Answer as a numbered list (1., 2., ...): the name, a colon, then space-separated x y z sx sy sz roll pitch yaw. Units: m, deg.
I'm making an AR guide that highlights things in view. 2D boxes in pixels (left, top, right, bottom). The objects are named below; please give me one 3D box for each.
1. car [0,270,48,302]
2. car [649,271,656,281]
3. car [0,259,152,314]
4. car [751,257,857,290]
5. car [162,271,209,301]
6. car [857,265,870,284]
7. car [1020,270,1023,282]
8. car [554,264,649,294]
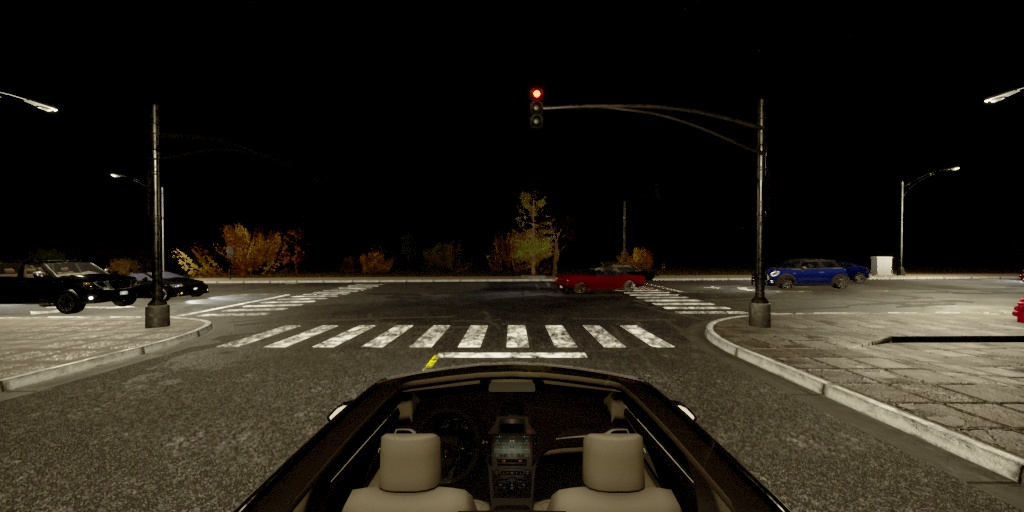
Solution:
1. car: -26.860 1.482 17.674 5.357 1.411 2.033 0 1 1
2. car: 6.955 1.230 24.116 4.718 1.301 1.895 0 1 0
3. car: -18.277 1.140 14.352 5.566 2.045 2.150 0 1 0
4. car: 16.557 0.962 20.789 4.553 1.767 2.097 0 1 0
5. car: -17.522 1.437 17.602 4.181 1.385 1.994 0 1 0
6. car: 21.128 1.067 24.000 4.674 1.442 1.812 0 1 0
7. car: 32.732 0.991 20.658 5.008 1.535 1.882 0 1 1
8. car: 4.711 1.297 19.604 4.718 1.301 1.895 0 1 -16
